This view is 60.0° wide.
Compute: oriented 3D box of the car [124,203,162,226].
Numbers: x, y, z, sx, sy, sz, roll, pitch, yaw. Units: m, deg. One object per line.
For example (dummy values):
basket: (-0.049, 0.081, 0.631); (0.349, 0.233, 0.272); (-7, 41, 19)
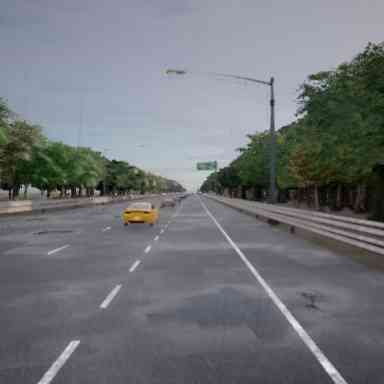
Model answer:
car: (-3.456, 1.491, 23.304); (1.882, 1.535, 5.008); (0, 0, 0)

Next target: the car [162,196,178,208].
car: (-3.347, 1.563, 47.585); (1.812, 1.442, 4.674); (0, 0, 0)

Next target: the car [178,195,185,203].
car: (-3.185, 1.597, 70.765); (2.033, 1.411, 5.357); (0, 0, 0)
